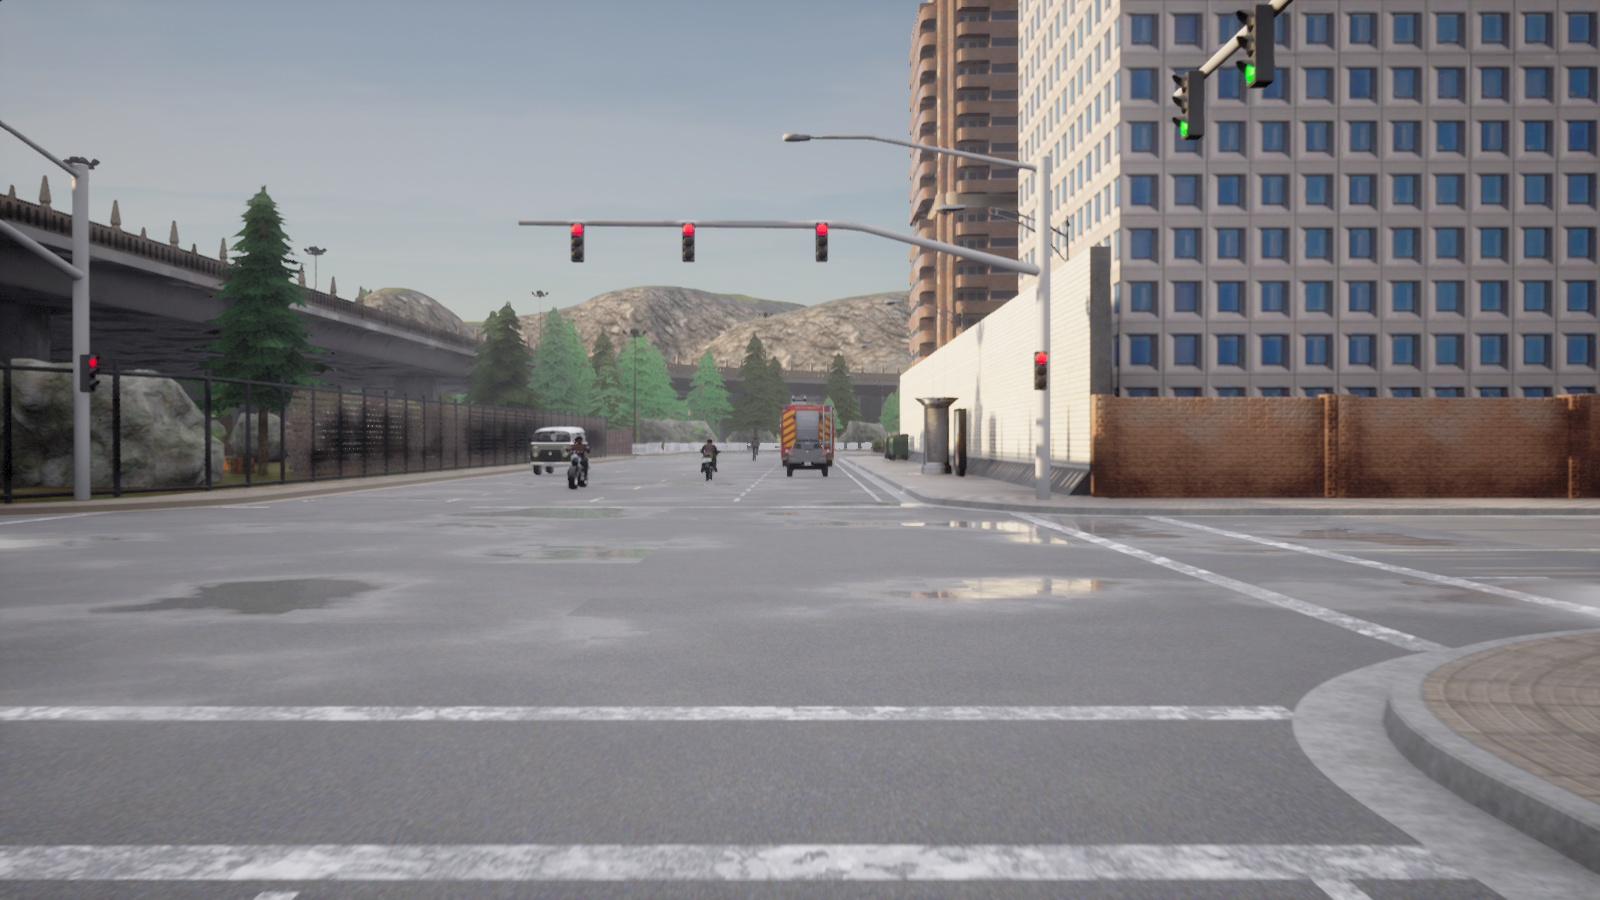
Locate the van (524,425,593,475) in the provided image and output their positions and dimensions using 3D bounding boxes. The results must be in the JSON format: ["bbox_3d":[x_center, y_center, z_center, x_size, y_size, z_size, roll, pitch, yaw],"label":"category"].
[{"bbox_3d":[-10.185,-0.014,53.266,2.069,2.038,4.480,0,1,0],"label":"van"}]

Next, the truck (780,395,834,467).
[{"bbox_3d":[0.418,-1.055,71.350,2.891,3.827,8.468,0,1,0],"label":"truck"}]

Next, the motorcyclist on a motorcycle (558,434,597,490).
[{"bbox_3d":[-6.770,0.349,38.257,0.766,1.649,2.350,0,1,0],"label":"motorcyclist on a motorcycle"}]

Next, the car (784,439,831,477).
[{"bbox_3d":[0.303,0.304,51.106,1.845,1.501,3.633,0,1,0],"label":"car"}]

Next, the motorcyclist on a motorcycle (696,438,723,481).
[{"bbox_3d":[-3.232,0.325,44.865,0.797,1.523,2.044,0,1,0],"label":"motorcyclist on a motorcycle"}]
